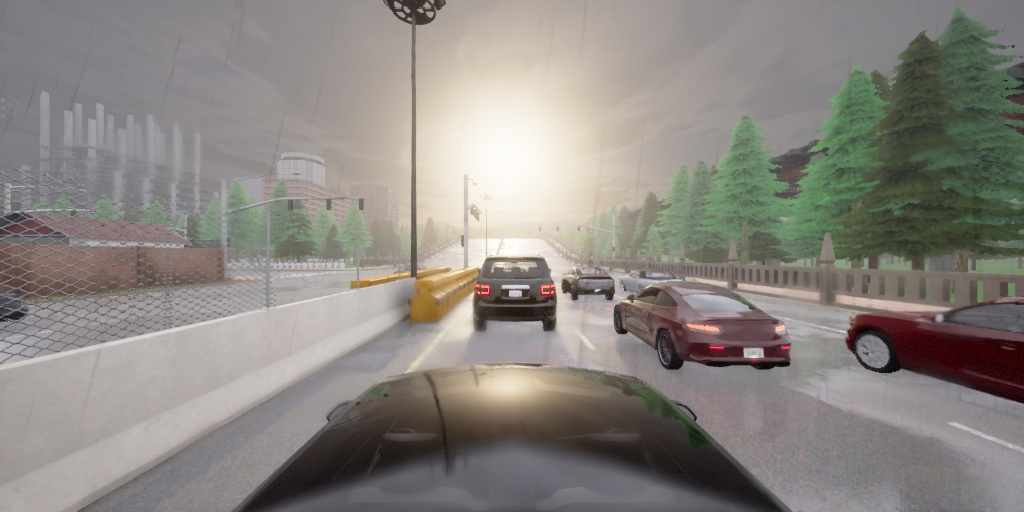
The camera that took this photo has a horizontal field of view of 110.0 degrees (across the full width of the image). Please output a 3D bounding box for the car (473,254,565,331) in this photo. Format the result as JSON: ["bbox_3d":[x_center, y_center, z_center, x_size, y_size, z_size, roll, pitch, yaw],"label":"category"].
[{"bbox_3d":[0.081,0.971,11.072,2.150,2.045,5.566,0,0,0],"label":"car"}]

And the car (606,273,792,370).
[{"bbox_3d":[3.592,1.276,7.632,1.812,1.442,4.674,0,0,0],"label":"car"}]

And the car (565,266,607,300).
[{"bbox_3d":[3.573,1.242,17.453,2.128,1.511,4.902,0,0,0],"label":"car"}]

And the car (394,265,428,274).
[{"bbox_3d":[-7.042,1.340,25.581,2.033,1.411,5.357,0,0,0],"label":"car"}]

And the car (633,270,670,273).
[{"bbox_3d":[7.069,1.351,18.507,1.895,1.301,4.718,0,0,0],"label":"car"}]

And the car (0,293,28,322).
[{"bbox_3d":[-14.108,1.297,7.273,2.033,1.411,5.357,0,0,0],"label":"car"}]

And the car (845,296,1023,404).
[{"bbox_3d":[7.094,1.228,4.524,1.882,1.535,5.008,0,0,0],"label":"car"}]
